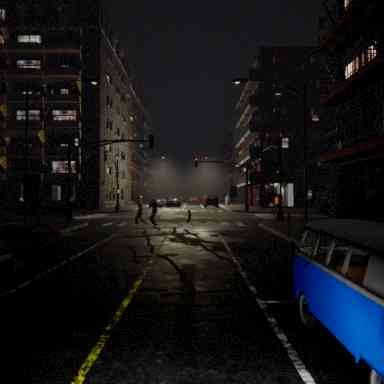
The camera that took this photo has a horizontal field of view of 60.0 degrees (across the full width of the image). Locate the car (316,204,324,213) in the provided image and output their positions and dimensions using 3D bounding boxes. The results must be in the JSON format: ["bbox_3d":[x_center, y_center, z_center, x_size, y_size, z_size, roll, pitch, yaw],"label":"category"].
[{"bbox_3d":[14.999,1.494,33.135,5.008,1.535,1.882,0,-1,1],"label":"car"}]

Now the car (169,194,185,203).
[{"bbox_3d":[-2.565,1.558,58.304,1.837,1.490,4.892,0,0,1],"label":"car"}]

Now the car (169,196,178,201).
[{"bbox_3d":[-4.908,1.715,86.980,2.008,1.369,4.403,1,0,0],"label":"car"}]

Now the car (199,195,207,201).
[{"bbox_3d":[2.973,1.605,86.980,1.967,1.590,4.097,1,0,0],"label":"car"}]

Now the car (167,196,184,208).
[{"bbox_3d":[-2.623,1.604,48.305,1.994,1.385,4.181,0,0,1],"label":"car"}]

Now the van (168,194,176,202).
[{"bbox_3d":[-4.929,1.473,81.416,1.690,1.788,3.998,1,0,0],"label":"van"}]

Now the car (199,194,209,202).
[{"bbox_3d":[2.950,1.448,81.416,2.192,1.841,5.009,1,0,0],"label":"car"}]

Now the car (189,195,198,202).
[{"bbox_3d":[0.353,1.583,77.653,1.882,1.535,5.008,0,0,0],"label":"car"}]

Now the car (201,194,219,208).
[{"bbox_3d":[2.802,1.355,48.058,2.192,1.841,5.009,1,0,0],"label":"car"}]

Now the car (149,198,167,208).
[{"bbox_3d":[-5.083,1.606,48.048,1.947,1.339,4.313,1,0,0],"label":"car"}]

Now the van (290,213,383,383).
[{"bbox_3d":[2.569,1.343,4.346,1.690,1.788,3.998,1,0,0],"label":"van"}]

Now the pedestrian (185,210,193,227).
[{"bbox_3d":[-0.163,1.691,21.685,0.500,1.100,0.500,1,-1,0],"label":"pedestrian"}]

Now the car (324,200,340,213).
[{"bbox_3d":[13.868,1.454,27.726,4.403,1.369,2.008,0,-1,0],"label":"car"}]

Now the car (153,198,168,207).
[{"bbox_3d":[-5.058,1.612,53.609,1.947,1.339,4.313,1,0,0],"label":"car"}]

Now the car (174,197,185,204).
[{"bbox_3d":[-2.456,1.642,68.143,1.994,1.385,4.181,0,0,1],"label":"car"}]

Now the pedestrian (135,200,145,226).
[{"bbox_3d":[-3.531,1.307,22.311,0.375,1.860,0.375,1,-1,0],"label":"pedestrian"}]

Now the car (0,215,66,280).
[{"bbox_3d":[-5.257,1.588,9.968,1.802,1.307,4.206,1,0,0],"label":"car"}]

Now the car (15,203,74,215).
[{"bbox_3d":[-13.393,1.634,30.381,4.718,1.301,1.895,0,-1,0],"label":"car"}]

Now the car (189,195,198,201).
[{"bbox_3d":[0.400,1.527,88.078,2.128,1.511,4.902,0,0,0],"label":"car"}]

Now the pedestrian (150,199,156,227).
[{"bbox_3d":[-2.427,1.310,21.106,0.375,1.860,0.375,1,-1,0],"label":"pedestrian"}]
